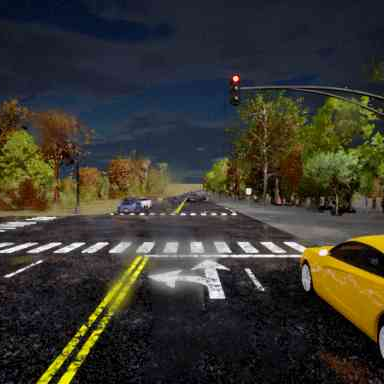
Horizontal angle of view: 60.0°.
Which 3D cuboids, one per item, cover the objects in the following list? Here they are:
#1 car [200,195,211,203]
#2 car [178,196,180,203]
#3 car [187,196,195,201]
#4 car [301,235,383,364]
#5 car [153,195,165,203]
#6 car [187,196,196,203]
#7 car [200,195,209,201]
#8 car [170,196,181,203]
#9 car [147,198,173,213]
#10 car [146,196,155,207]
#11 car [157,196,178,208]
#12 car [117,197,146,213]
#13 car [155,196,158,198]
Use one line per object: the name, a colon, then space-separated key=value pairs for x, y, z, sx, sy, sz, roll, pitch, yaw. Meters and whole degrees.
car: x=3.073 y=1.506 z=71.529 sx=2.128 sy=1.511 sz=4.902 roll=0 pitch=0 yaw=0
car: x=-3.492 y=1.532 z=58.975 sx=1.812 sy=1.442 sz=4.674 roll=0 pitch=0 yaw=0
car: x=-0.228 y=1.608 z=82.020 sx=1.895 sy=1.301 sz=4.718 roll=0 pitch=0 yaw=0
car: x=3.347 y=1.444 z=5.450 sx=1.882 sy=1.535 sz=5.008 roll=0 pitch=1 yaw=0
car: x=-6.703 y=1.486 z=67.747 sx=1.882 sy=1.535 sz=5.008 roll=0 pitch=0 yaw=0
car: x=-0.159 y=1.567 z=72.197 sx=1.994 sy=1.385 sz=4.181 roll=0 pitch=0 yaw=0
car: x=3.022 y=1.459 z=81.684 sx=2.033 sy=1.411 sz=5.357 roll=0 pitch=0 yaw=0
car: x=-3.444 y=1.546 z=69.621 sx=2.033 sy=1.411 sz=5.357 roll=0 pitch=0 yaw=0
car: x=-3.455 y=1.603 z=36.647 sx=1.895 sy=1.301 sz=4.718 roll=0 pitch=0 yaw=0
car: x=-6.740 y=1.529 z=46.946 sx=1.812 sy=1.442 sz=4.674 roll=0 pitch=0 yaw=0
car: x=-3.481 y=1.510 z=47.948 sx=1.837 sy=1.490 sz=4.892 roll=0 pitch=0 yaw=0
car: x=-6.703 y=1.352 z=36.154 sx=2.097 sy=1.767 sz=4.553 roll=0 pitch=0 yaw=0
car: x=-6.739 y=1.483 z=57.441 sx=1.882 sy=1.535 sz=5.008 roll=0 pitch=0 yaw=0
